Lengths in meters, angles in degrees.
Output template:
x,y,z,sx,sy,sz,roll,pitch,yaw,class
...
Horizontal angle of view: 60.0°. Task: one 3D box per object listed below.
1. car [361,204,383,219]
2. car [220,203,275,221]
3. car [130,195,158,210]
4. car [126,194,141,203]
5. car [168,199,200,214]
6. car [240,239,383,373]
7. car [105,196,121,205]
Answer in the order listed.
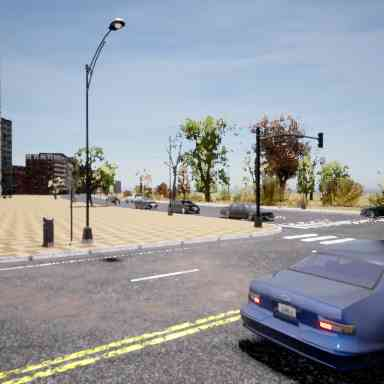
x,y,z,sx,sy,sz,roll,pitch,yaw,class
16.675,1.565,28.184,4.181,1.385,1.994,0,0,34,car
4.483,1.604,28.025,2.033,1.411,5.357,0,0,-31,car
-6.278,1.595,45.604,2.128,1.511,4.902,0,0,-31,car
-11.982,1.335,68.837,2.150,2.045,5.566,0,0,-29,car
-0.931,1.586,36.819,1.837,1.490,4.892,0,0,-32,car
3.283,1.547,5.640,5.357,1.411,2.033,0,0,-34,car
-13.970,1.436,58.876,1.837,1.490,4.892,0,0,-30,car
